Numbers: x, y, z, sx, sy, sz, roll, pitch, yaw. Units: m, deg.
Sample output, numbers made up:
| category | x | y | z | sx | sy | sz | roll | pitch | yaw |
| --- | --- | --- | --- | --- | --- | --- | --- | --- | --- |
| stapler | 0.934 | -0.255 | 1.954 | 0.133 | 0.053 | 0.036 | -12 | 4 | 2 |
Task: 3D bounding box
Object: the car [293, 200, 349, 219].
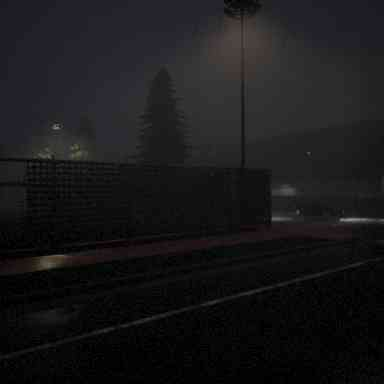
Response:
| category | x | y | z | sx | sy | sz | roll | pitch | yaw |
| --- | --- | --- | --- | --- | --- | --- | --- | --- | --- |
| car | 10.103 | 1.316 | 26.310 | 1.994 | 1.385 | 4.181 | -1 | 0 | -35 |
